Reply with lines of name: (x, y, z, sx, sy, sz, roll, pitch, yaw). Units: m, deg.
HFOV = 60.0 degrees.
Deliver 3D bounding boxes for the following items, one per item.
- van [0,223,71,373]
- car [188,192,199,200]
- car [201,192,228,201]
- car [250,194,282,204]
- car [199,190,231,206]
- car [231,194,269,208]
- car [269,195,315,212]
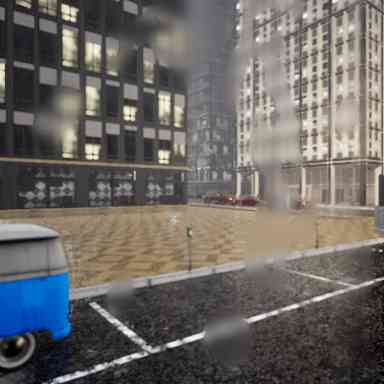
van: (-3.560, 1.341, 4.021, 3.998, 1.788, 1.690, 0, 0, -36)
car: (0.575, 0.652, 60.286, 1.947, 1.339, 4.313, 1, 0, -36)
car: (3.726, 0.715, 55.892, 1.752, 1.417, 4.829, 1, 0, -36)
car: (10.321, 0.989, 46.688, 1.802, 1.307, 4.206, 1, 0, -36)
car: (3.553, 0.735, 41.755, 2.192, 1.841, 5.009, 1, 0, -36)
car: (6.794, 1.109, 37.226, 1.802, 1.307, 4.206, 1, 0, -36)
car: (10.045, 1.074, 32.695, 1.967, 1.590, 4.097, 1, 0, -36)
